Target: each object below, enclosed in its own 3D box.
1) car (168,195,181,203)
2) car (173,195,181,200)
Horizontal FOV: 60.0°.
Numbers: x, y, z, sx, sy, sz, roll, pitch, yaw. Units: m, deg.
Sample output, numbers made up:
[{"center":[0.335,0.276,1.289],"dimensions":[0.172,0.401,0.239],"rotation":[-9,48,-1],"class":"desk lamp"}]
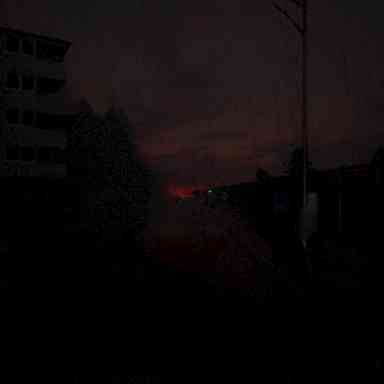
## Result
[{"center":[-4.040,1.361,71.758],"dimensions":[2.097,1.767,4.553],"rotation":[0,0,0],"class":"car"},{"center":[-4.051,1.508,91.106],"dimensions":[1.837,1.490,4.892],"rotation":[0,0,0],"class":"car"}]
